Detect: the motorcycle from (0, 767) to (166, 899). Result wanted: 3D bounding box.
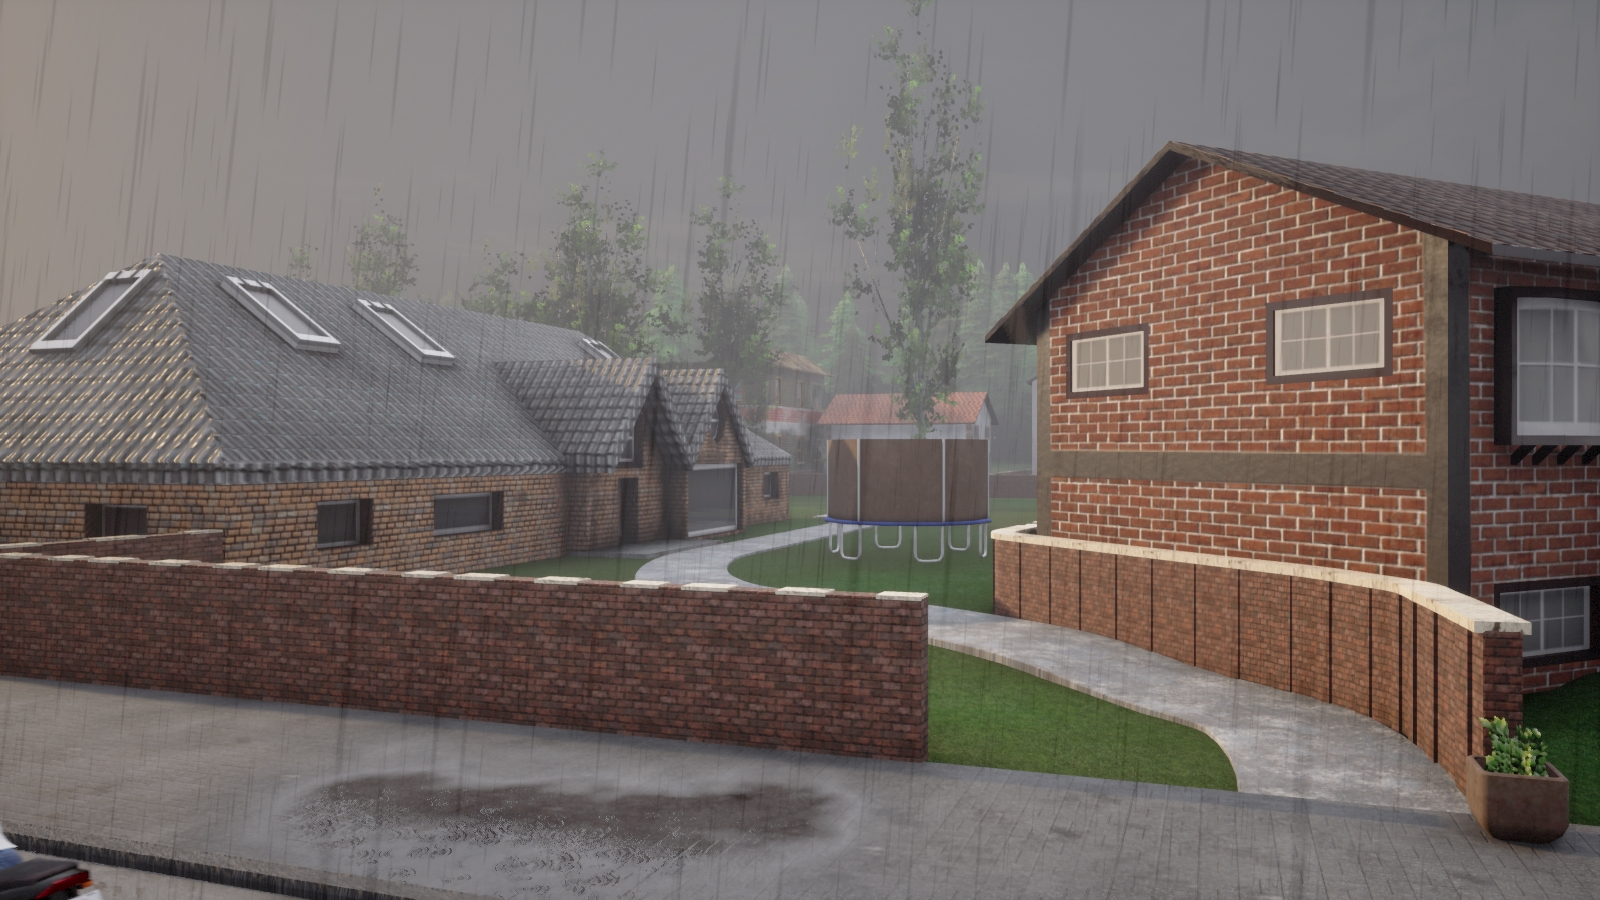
[{"bbox_3d":[-4.044,2.186,5.301,2.033,1.199,0.803,0,0,21],"label":"motorcycle"}]
